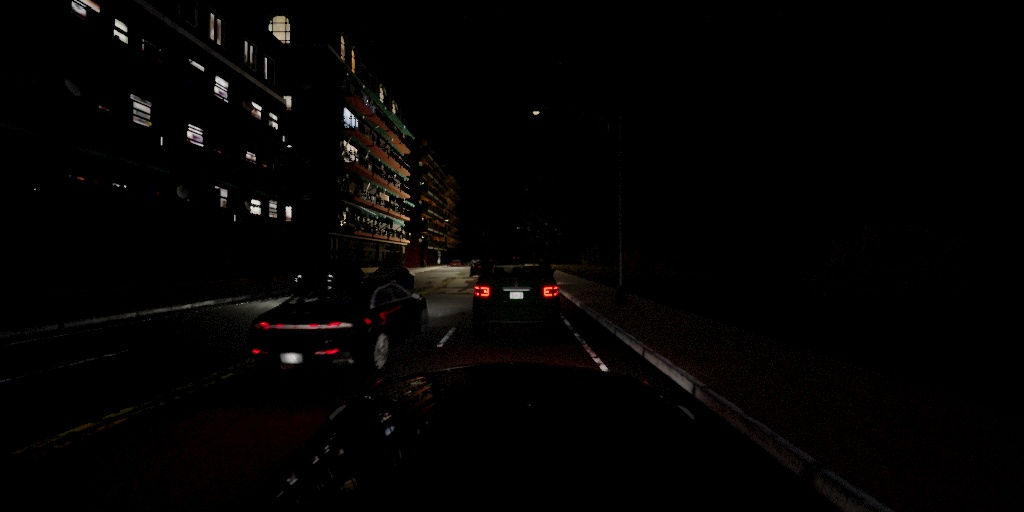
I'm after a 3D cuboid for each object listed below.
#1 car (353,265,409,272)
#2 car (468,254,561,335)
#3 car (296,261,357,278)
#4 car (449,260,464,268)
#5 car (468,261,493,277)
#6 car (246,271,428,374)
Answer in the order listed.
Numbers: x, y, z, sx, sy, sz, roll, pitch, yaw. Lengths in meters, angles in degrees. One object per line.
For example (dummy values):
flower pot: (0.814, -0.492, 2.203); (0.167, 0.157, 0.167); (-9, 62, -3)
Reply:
car: (-6.551, 1.278, 19.396); (1.812, 1.442, 4.674); (0, 0, 0)
car: (0.118, 0.973, 10.673); (2.150, 2.045, 5.566); (0, 0, 0)
car: (-9.803, 1.104, 19.627); (2.097, 1.767, 4.553); (0, 0, 0)
car: (-9.648, 1.314, 62.625); (1.994, 1.385, 4.181); (0, 0, 1)
car: (-3.057, 1.243, 35.841); (2.128, 1.511, 4.902); (0, 0, 0)
car: (-3.136, 1.241, 7.541); (2.128, 1.511, 4.902); (0, 0, 0)
